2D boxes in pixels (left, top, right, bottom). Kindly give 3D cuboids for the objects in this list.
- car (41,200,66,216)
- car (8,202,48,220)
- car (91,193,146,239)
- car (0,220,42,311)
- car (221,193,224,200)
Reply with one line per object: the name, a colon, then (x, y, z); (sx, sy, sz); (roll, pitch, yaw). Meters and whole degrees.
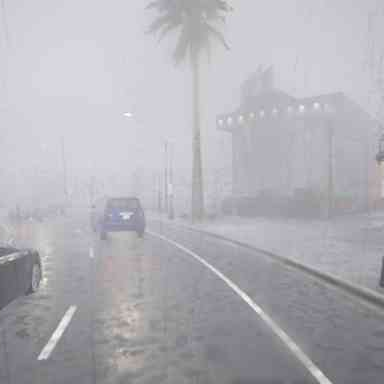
car: (-13.930, 1.587, 32.177); (1.837, 1.490, 4.892); (0, 0, -45)
car: (-13.236, 1.682, 26.376); (1.895, 1.301, 4.718); (0, 0, -37)
car: (-4.065, 1.241, 17.806); (2.150, 2.045, 5.566); (0, 0, -23)
car: (-4.167, 1.519, 5.822); (2.128, 1.511, 4.902); (0, 0, -8)
car: (5.671, 1.339, 55.472); (4.674, 1.452, 2.002); (0, 0, 39)
